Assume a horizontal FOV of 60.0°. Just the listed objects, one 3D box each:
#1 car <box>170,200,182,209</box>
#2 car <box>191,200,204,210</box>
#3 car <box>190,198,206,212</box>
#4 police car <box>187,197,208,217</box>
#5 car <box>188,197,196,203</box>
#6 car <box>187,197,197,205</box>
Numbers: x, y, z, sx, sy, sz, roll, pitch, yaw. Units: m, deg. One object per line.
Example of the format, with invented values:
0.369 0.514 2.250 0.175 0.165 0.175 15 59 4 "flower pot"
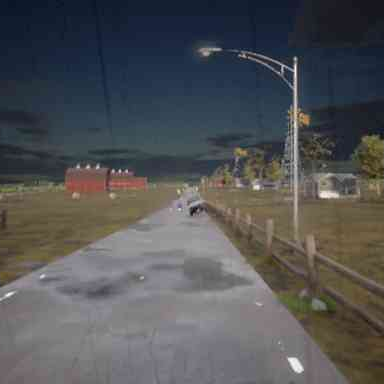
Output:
-2.799 2.133 57.939 1.812 1.442 4.674 0 0 1 "car"
0.821 2.059 52.566 1.837 1.490 4.892 0 -1 0 "car"
0.747 1.825 46.527 2.097 1.767 4.553 -1 -1 0 "car"
0.565 1.598 36.649 1.930 1.638 5.238 -18 2 1 "police car"
-0.006 2.093 88.000 2.128 1.511 4.902 0 0 0 "car"
-0.005 1.924 72.973 2.097 1.767 4.553 0 0 0 "car"
